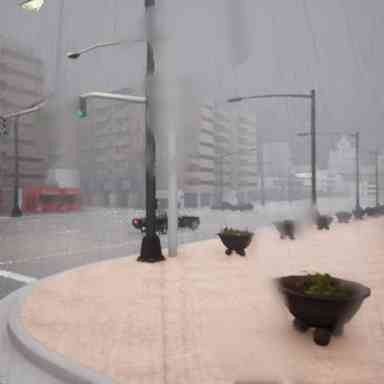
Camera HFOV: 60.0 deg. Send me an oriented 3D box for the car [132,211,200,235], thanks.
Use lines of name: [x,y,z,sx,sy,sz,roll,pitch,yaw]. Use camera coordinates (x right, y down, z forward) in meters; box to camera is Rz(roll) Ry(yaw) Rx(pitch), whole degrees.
car: [-1.429,1.814,20.822,1.895,1.301,4.718,0,-1,35]

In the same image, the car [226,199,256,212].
car: [7.895,2.296,52.329,2.033,1.411,5.357,0,-1,35]

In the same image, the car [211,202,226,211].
car: [4.832,2.296,54.066,1.812,1.442,4.674,0,-1,35]
